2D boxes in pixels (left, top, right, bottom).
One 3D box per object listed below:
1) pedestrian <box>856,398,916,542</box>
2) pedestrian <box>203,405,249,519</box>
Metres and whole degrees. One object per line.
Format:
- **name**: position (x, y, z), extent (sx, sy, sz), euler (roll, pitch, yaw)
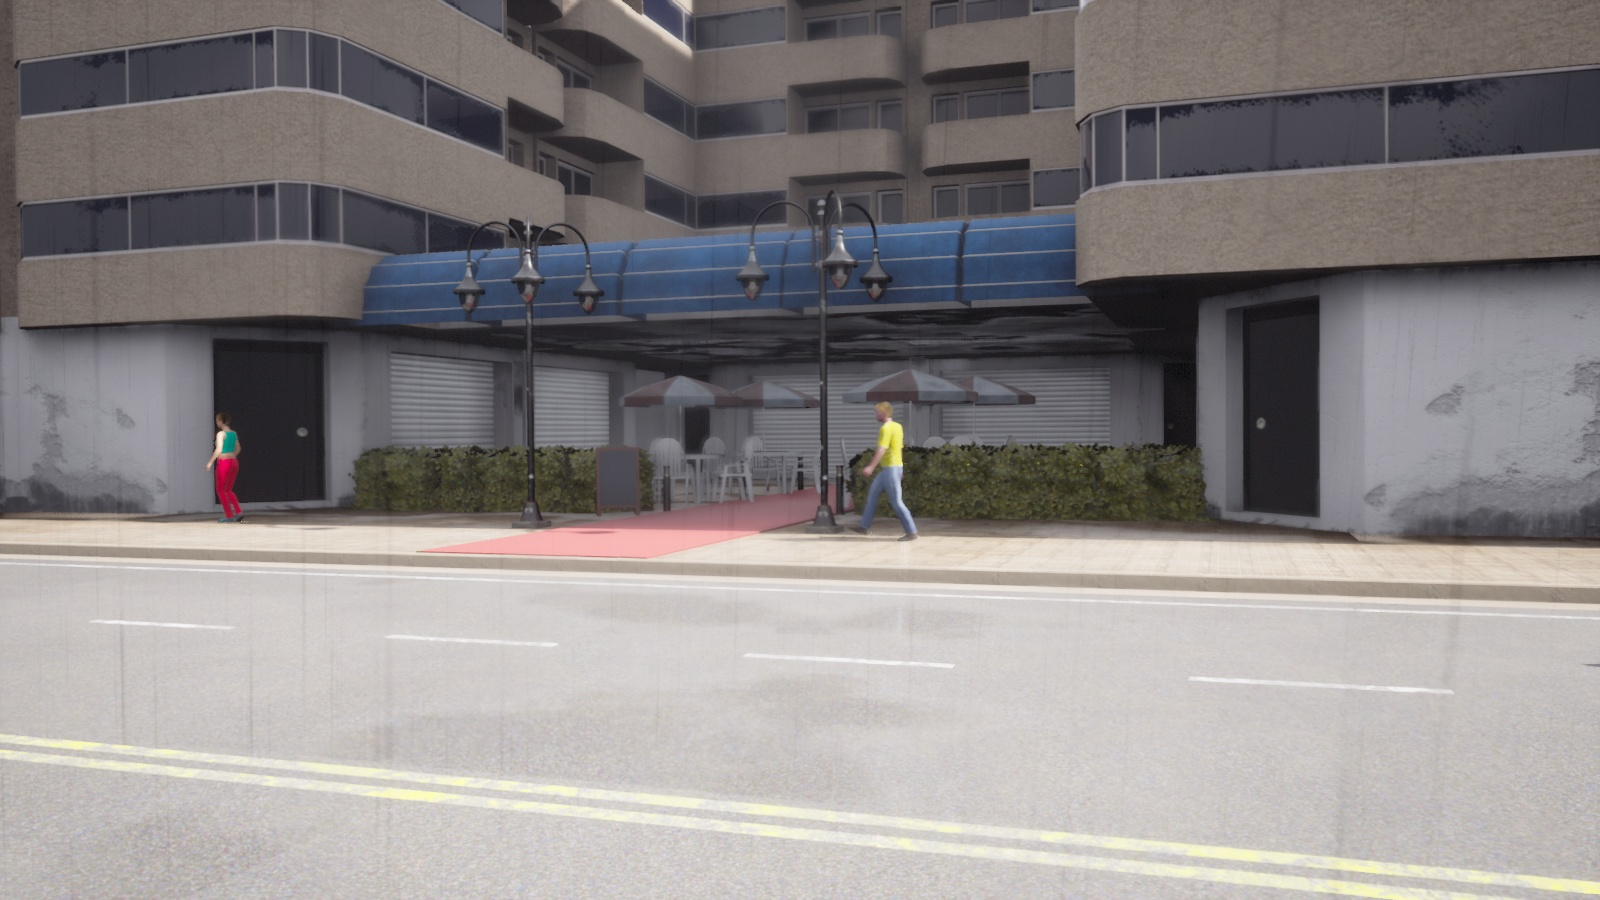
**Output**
- **pedestrian**: position (1.114, 0.252, 16.197), extent (0.706, 1.836, 0.354), euler (0, 1, 16)
- **pedestrian**: position (-9.408, 0.193, 20.601), extent (0.594, 1.836, 0.345), euler (0, 1, 17)
